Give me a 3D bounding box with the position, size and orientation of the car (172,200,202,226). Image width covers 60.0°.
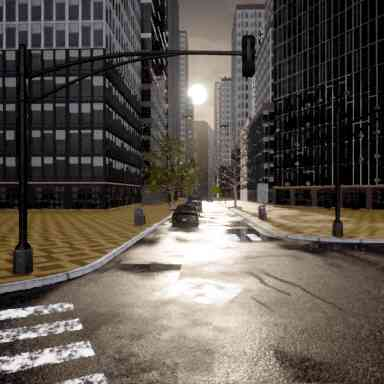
[{"bbox_3d":[-0.427,1.654,25.409,1.882,1.535,5.008,0,0,2],"label":"car"}]

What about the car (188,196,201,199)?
[{"bbox_3d":[0.328,1.554,46.274,2.150,2.045,5.566,0,0,2],"label":"car"}]

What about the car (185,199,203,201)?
[{"bbox_3d":[-0.056,1.777,35.621,1.812,1.442,4.674,0,0,2],"label":"car"}]
